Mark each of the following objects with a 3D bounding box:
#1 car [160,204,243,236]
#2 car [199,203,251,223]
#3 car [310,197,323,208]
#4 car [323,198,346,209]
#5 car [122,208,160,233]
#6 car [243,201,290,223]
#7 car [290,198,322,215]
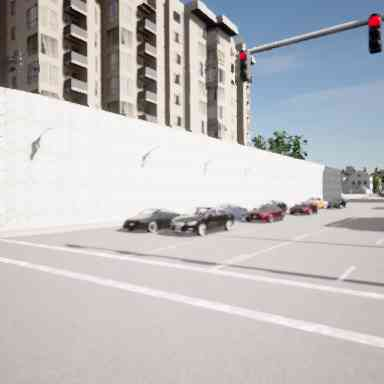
[{"bbox_3d":[0.694,1.609,19.421,2.128,1.511,4.902,-1,0,36],"label":"car"},{"bbox_3d":[2.928,1.703,28.524,2.033,1.411,5.357,-1,0,36],"label":"car"},{"bbox_3d":[18.056,1.570,49.410,2.097,1.767,4.553,-1,0,36],"label":"car"},{"bbox_3d":[20.171,1.624,46.380,1.837,1.490,4.892,-1,-1,36],"label":"car"},{"bbox_3d":[-2.402,1.720,21.097,1.994,1.385,4.181,-1,0,35],"label":"car"},{"bbox_3d":[5.894,1.681,26.646,1.994,1.385,4.181,-1,0,36],"label":"car"},{"bbox_3d":[11.729,1.681,34.751,1.994,1.385,4.181,-1,0,36],"label":"car"}]
